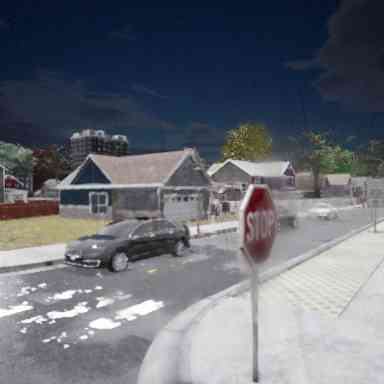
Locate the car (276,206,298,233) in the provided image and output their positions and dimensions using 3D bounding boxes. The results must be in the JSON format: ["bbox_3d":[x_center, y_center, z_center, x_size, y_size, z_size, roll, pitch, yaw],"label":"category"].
[{"bbox_3d":[5.305,1.695,21.389,1.837,1.490,4.892,-1,-1,36],"label":"car"}]

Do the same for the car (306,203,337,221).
[{"bbox_3d":[11.962,1.778,30.552,1.812,1.442,4.674,-1,-1,36],"label":"car"}]

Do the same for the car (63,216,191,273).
[{"bbox_3d":[-1.957,1.629,11.378,1.837,1.490,4.892,-1,-1,36],"label":"car"}]
